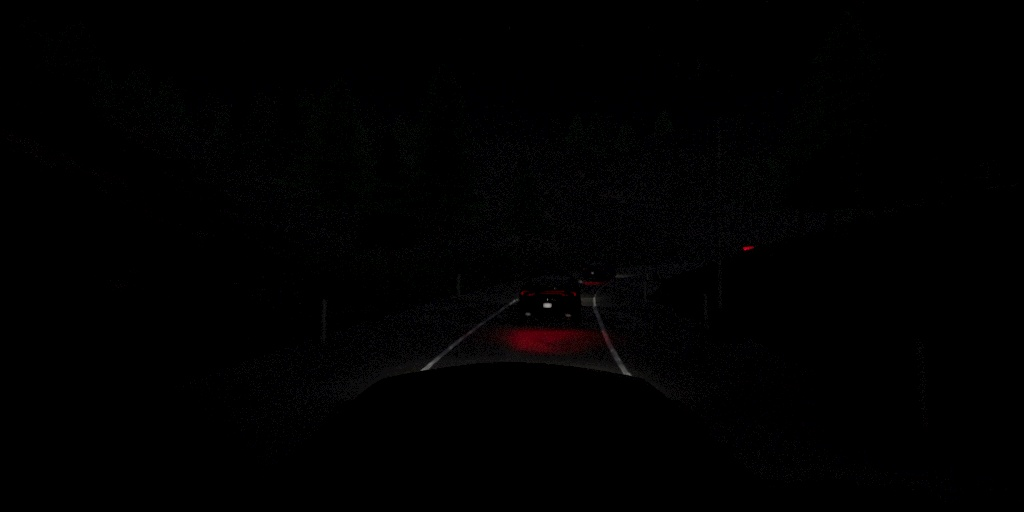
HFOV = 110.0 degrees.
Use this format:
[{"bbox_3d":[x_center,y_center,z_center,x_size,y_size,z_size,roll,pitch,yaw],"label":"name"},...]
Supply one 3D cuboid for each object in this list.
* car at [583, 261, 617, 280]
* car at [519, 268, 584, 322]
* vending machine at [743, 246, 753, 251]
[{"bbox_3d":[7.381,1.124,29.985,1.882,1.535,5.008,-1,1,28],"label":"car"},{"bbox_3d":[1.455,1.266,12.665,1.882,1.535,5.008,0,0,10],"label":"car"},{"bbox_3d":[31.660,-0.273,47.876,0.880,2.100,1.100,0,0,-28],"label":"vending machine"}]
